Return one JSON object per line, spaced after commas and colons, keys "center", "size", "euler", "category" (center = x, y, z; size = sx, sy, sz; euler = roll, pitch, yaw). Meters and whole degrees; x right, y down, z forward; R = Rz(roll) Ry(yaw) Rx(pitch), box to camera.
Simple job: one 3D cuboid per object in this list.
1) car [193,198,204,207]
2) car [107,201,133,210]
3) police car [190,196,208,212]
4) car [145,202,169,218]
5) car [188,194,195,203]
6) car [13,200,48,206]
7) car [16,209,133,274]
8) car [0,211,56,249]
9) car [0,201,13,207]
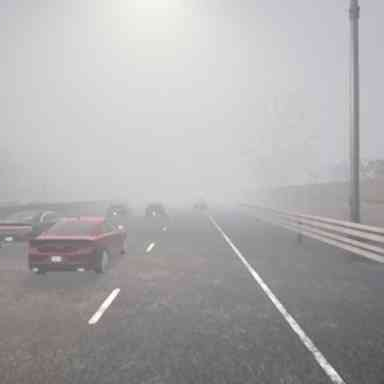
{"center": [1.063, 1.842, 58.489], "size": [1.837, 1.490, 4.892], "euler": [0, 0, 0], "category": "car"}
{"center": [-6.893, 1.687, 32.081], "size": [1.837, 1.490, 4.892], "euler": [0, 0, 0], "category": "car"}
{"center": [1.060, 1.668, 42.598], "size": [1.930, 1.638, 5.238], "euler": [0, 0, 0], "category": "police car"}
{"center": [-3.391, 1.686, 32.047], "size": [1.837, 1.490, 4.892], "euler": [0, 0, 0], "category": "car"}
{"center": [0.017, 1.844, 76.358], "size": [2.033, 1.411, 5.357], "euler": [0, 0, 0], "category": "car"}
{"center": [-17.579, 1.717, 37.271], "size": [1.837, 1.490, 4.892], "euler": [0, 0, 0], "category": "car"}
{"center": [-3.396, 1.539, 10.805], "size": [1.882, 1.535, 5.008], "euler": [0, 0, 0], "category": "car"}
{"center": [-6.897, 1.576, 14.972], "size": [2.128, 1.511, 4.902], "euler": [0, 0, 0], "category": "car"}
{"center": [-21.075, 1.783, 38.543], "size": [1.994, 1.385, 4.181], "euler": [0, 0, 0], "category": "car"}
